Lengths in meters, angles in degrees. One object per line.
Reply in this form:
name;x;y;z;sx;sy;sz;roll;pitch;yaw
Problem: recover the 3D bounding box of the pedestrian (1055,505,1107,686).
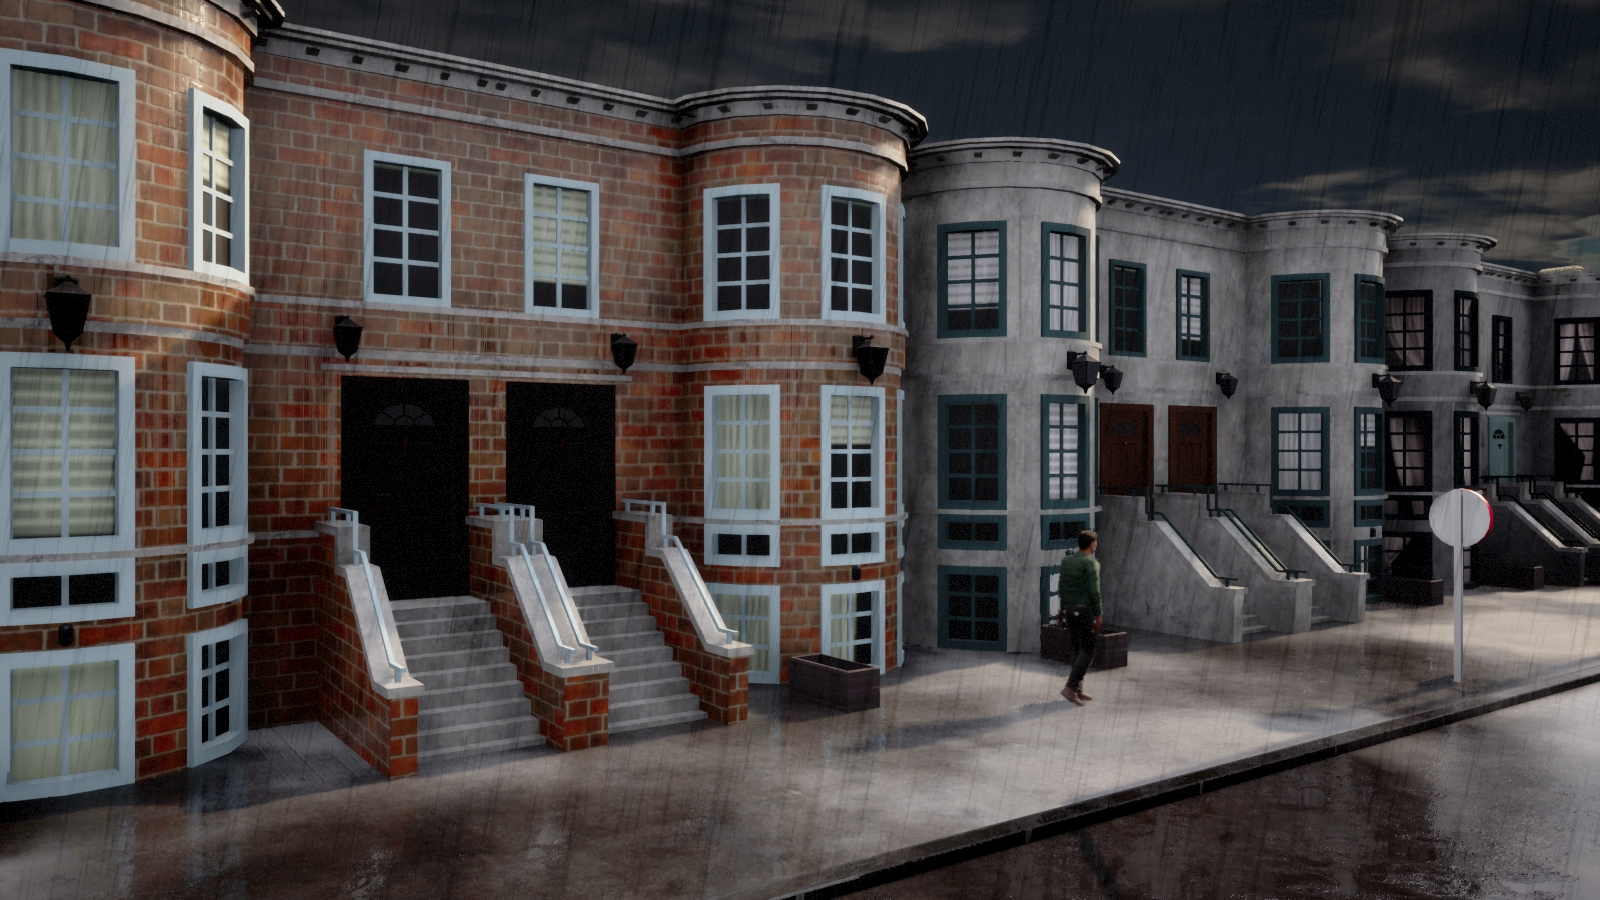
pedestrian;2.979;1.524;12.112;0.375;1.860;0.375;0;0;-27
